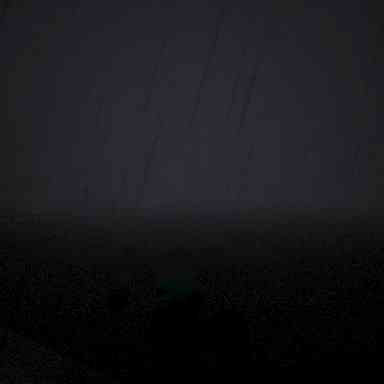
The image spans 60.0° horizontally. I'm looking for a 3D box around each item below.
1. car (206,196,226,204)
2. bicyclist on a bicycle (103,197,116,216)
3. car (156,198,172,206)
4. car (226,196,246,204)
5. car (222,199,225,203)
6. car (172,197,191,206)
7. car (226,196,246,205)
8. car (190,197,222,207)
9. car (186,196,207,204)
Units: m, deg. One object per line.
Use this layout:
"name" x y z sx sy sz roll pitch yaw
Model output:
"car" 5.006 1.676 69.289 1.882 1.535 5.008 0 0 35
"bicyclist on a bicycle" -7.695 1.290 31.487 1.656 1.620 0.582 33 16 27
"car" -4.765 1.780 61.407 1.994 1.385 4.181 0 0 35
"car" 9.206 1.670 69.189 2.128 1.511 4.902 0 0 35
"car" 3.427 1.656 60.911 1.882 1.535 5.008 0 0 35
"car" -0.918 1.675 60.805 1.882 1.535 5.008 0 0 35
"car" 8.328 1.761 61.993 1.895 1.301 4.718 0 0 35
"car" 2.364 1.637 53.375 1.882 1.535 5.008 0 0 35
"car" 0.913 1.695 69.541 1.882 1.535 5.008 0 0 35
